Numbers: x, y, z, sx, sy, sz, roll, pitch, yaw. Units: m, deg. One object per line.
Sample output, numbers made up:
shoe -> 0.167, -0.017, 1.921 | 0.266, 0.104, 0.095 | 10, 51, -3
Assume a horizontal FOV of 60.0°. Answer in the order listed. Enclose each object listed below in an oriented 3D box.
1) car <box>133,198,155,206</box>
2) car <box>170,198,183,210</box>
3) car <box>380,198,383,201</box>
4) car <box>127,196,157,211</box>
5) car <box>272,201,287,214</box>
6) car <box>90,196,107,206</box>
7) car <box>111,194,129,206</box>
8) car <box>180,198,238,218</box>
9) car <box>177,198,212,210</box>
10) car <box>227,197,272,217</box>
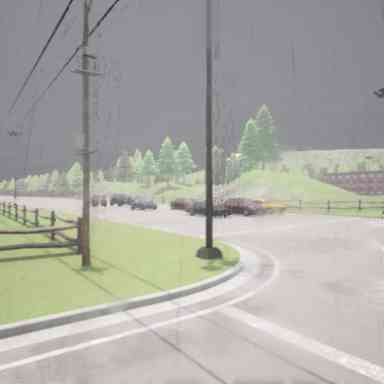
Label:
car -> -8.396, 1.644, 57.366 | 1.895, 1.301, 4.718 | 0, 0, -34
car -> -0.759, 1.498, 40.208 | 1.882, 1.535, 5.008 | 0, 0, -35
car -> 41.979, 1.420, 70.020 | 1.812, 1.442, 4.674 | 0, 0, -17
car -> -6.081, 1.557, 41.719 | 1.812, 1.442, 4.674 | 0, 0, -35
car -> 7.478, 1.479, 34.529 | 1.882, 1.535, 5.008 | 0, 0, -35
car -> -15.986, 1.406, 56.060 | 2.097, 1.767, 4.553 | 0, 0, -35
car -> -11.936, 1.275, 56.343 | 2.150, 2.045, 5.566 | 0, -1, -35
car -> 1.452, 1.559, 30.925 | 2.033, 1.411, 5.357 | 0, 0, -35
car -> 0.292, 1.568, 44.822 | 2.033, 1.411, 5.357 | 0, 0, -35
car -> 4.960, 1.358, 32.021 | 2.097, 1.767, 4.553 | 0, 0, -35
